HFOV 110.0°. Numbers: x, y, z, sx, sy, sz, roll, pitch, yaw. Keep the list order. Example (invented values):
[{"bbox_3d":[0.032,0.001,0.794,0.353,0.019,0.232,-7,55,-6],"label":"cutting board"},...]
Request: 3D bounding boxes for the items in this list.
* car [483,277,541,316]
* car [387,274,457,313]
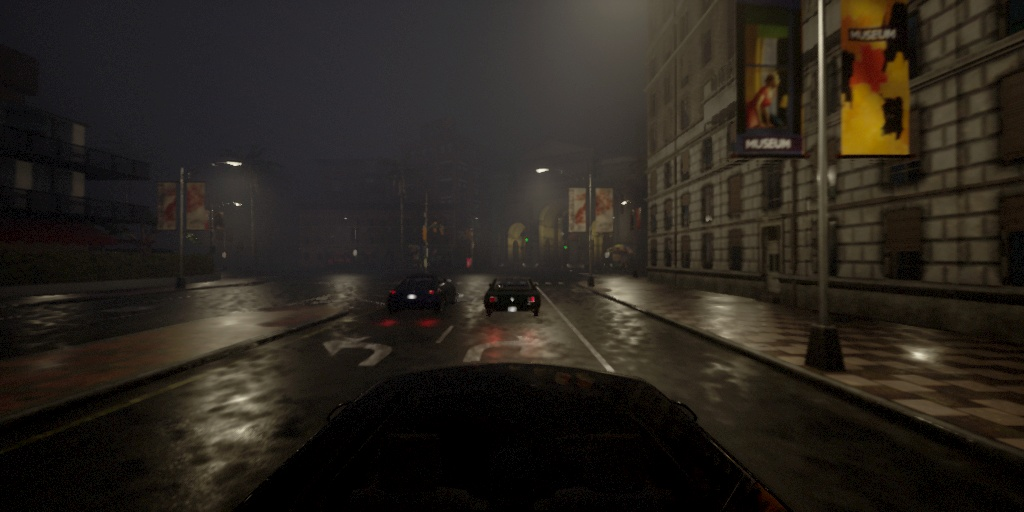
[{"bbox_3d":[0.033,1.432,13.686,1.895,1.301,4.718,0,0,1],"label":"car"},{"bbox_3d":[-3.458,1.400,14.434,1.994,1.385,4.181,0,0,0],"label":"car"}]
